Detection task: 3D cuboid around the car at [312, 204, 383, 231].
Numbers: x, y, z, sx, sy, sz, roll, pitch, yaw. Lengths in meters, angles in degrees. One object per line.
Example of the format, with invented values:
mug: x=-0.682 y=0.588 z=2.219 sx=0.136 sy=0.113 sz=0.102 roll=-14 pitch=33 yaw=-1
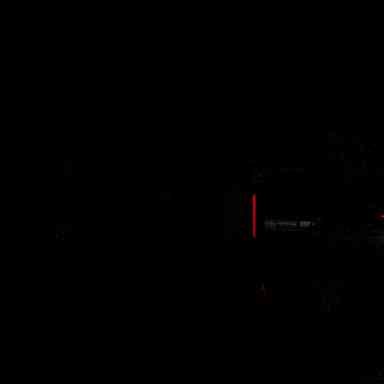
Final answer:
car: x=9.926 y=1.496 z=20.856 sx=1.837 sy=1.490 sz=4.892 roll=-3 pitch=2 yaw=-37
